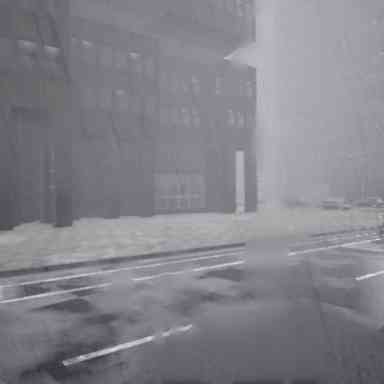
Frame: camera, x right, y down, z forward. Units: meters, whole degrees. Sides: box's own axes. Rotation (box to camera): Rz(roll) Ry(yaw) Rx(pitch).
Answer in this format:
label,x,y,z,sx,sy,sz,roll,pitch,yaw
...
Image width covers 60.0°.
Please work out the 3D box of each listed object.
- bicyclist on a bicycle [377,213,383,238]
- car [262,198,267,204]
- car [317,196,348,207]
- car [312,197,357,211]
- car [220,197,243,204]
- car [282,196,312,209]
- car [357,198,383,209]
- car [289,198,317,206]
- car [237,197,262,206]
label,x,y,z,sx,sy,sz,roll,pitch,yaw
bicyclist on a bicycle,9.856,1.461,16.700,1.509,1.612,0.866,0,-1,-29
car,12.660,1.687,65.650,1.887,1.381,4.507,-1,0,-36
car,22.121,1.526,52.408,1.967,1.590,4.097,-1,0,-36
car,18.340,1.746,43.041,1.947,1.339,4.313,-1,0,-36
car,7.991,1.691,67.479,1.837,1.490,4.892,-1,0,-35
car,15.182,1.514,47.454,2.192,1.841,5.009,-1,0,-36
car,25.275,1.508,47.995,1.967,1.590,4.097,-1,0,-36
car,18.969,1.686,56.823,1.802,1.307,4.206,-1,0,-36
car,8.975,1.760,56.147,1.752,1.417,4.829,-1,0,-36
